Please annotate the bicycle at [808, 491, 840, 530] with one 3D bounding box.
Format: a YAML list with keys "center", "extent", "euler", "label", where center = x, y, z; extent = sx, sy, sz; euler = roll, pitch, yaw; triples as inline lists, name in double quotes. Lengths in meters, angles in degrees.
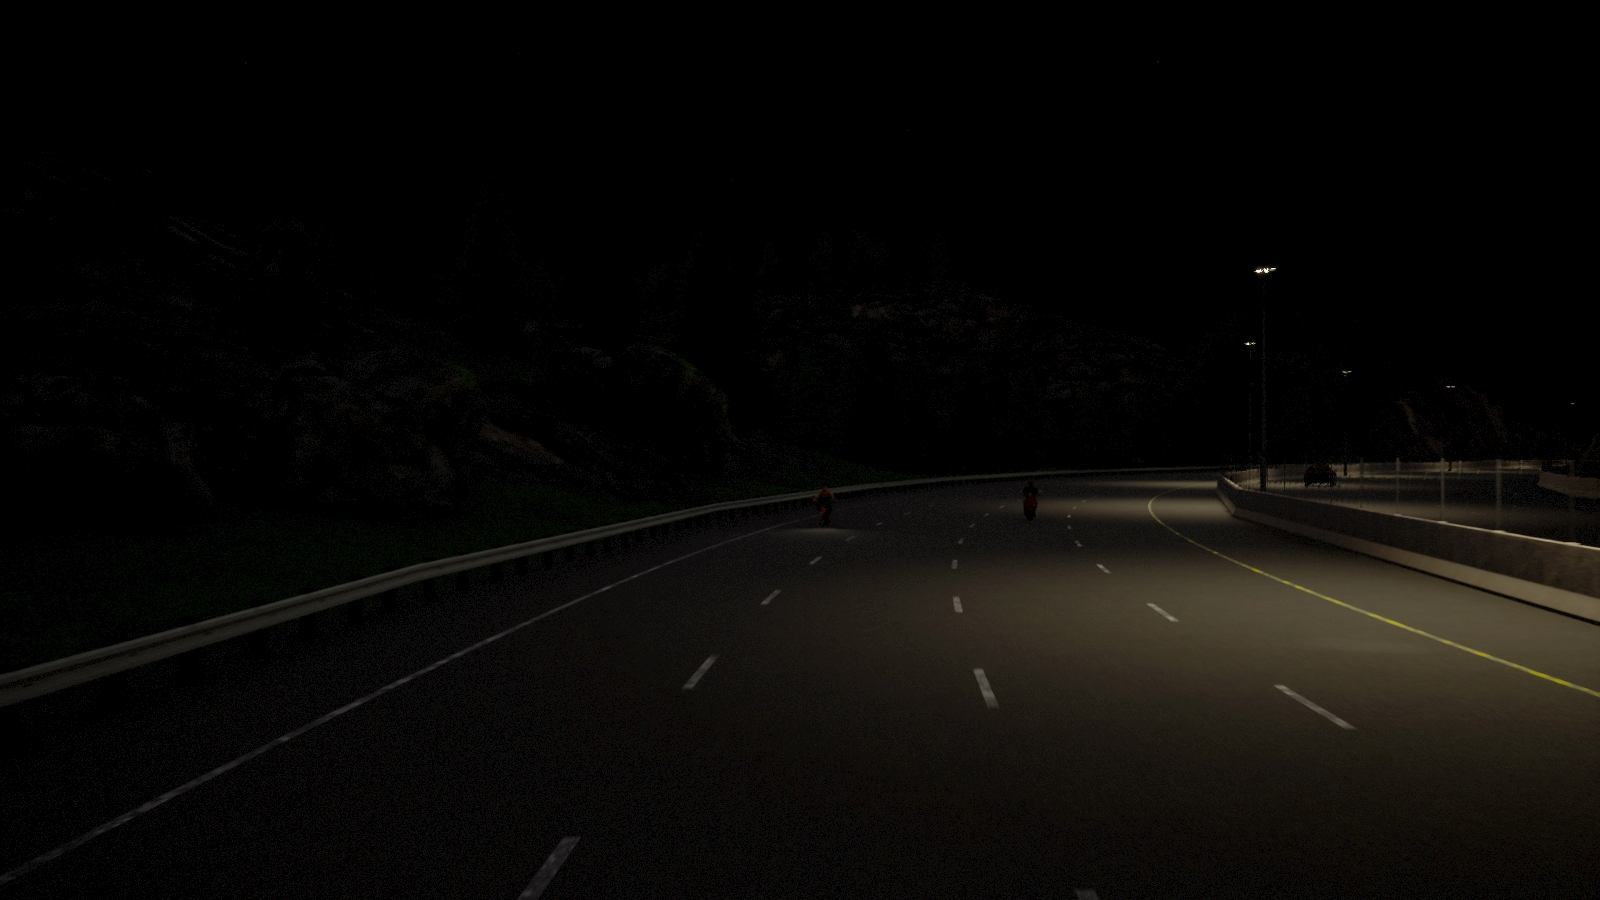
- center: [0.868, 2.150, 40.958]
  extent: [0.859, 1.295, 1.487]
  euler: [1, 0, 11]
  label: "bicycle"

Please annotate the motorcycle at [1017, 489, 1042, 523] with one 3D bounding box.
- center: [9.062, 2.195, 45.051]
  extent: [0.856, 1.236, 1.805]
  euler: [1, 0, 14]
  label: "motorcycle"
